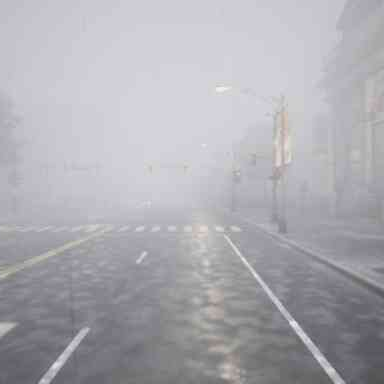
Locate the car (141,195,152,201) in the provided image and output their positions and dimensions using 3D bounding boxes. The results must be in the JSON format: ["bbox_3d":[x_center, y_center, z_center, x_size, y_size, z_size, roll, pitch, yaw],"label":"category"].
[{"bbox_3d":[-12.984,1.772,94.106,1.882,1.535,5.008,0,0,-21],"label":"car"}]

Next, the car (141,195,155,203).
[{"bbox_3d":[-10.577,1.745,78.228,1.837,1.490,4.892,0,0,0],"label":"car"}]

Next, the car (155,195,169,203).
[{"bbox_3d":[-7.076,1.774,79.749,1.812,1.442,4.674,0,0,0],"label":"car"}]
